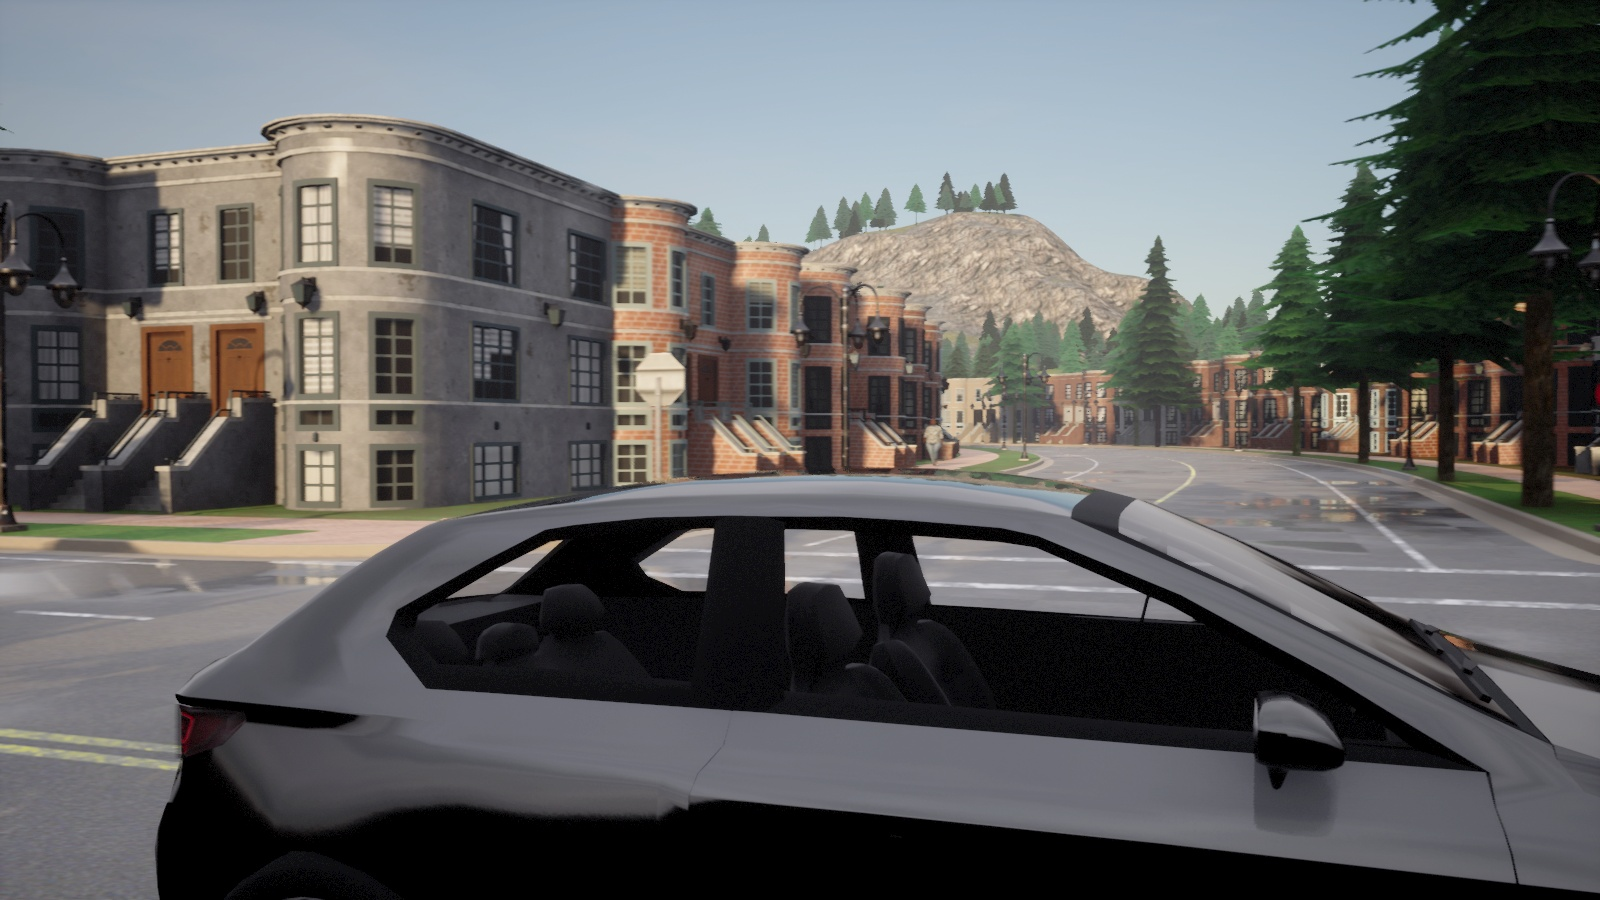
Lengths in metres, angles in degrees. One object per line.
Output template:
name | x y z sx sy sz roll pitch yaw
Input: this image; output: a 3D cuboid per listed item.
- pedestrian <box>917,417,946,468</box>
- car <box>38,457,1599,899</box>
pedestrian | 4.880 -0.272 46.514 0.874 1.855 0.900 1 1 18
car | 0.577 0.794 2.999 4.193 1.474 1.816 1 1 19
